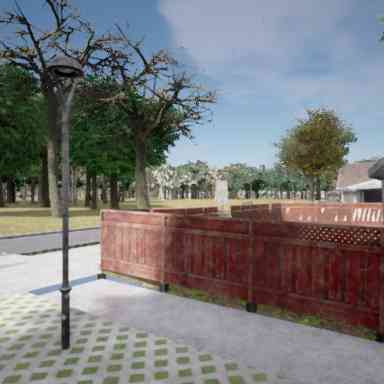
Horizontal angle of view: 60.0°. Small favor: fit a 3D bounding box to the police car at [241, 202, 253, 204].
[{"bbox_3d":[6.578,2.036,40.631,2.038,1.542,4.974,-2,-2,34],"label":"police car"}]
